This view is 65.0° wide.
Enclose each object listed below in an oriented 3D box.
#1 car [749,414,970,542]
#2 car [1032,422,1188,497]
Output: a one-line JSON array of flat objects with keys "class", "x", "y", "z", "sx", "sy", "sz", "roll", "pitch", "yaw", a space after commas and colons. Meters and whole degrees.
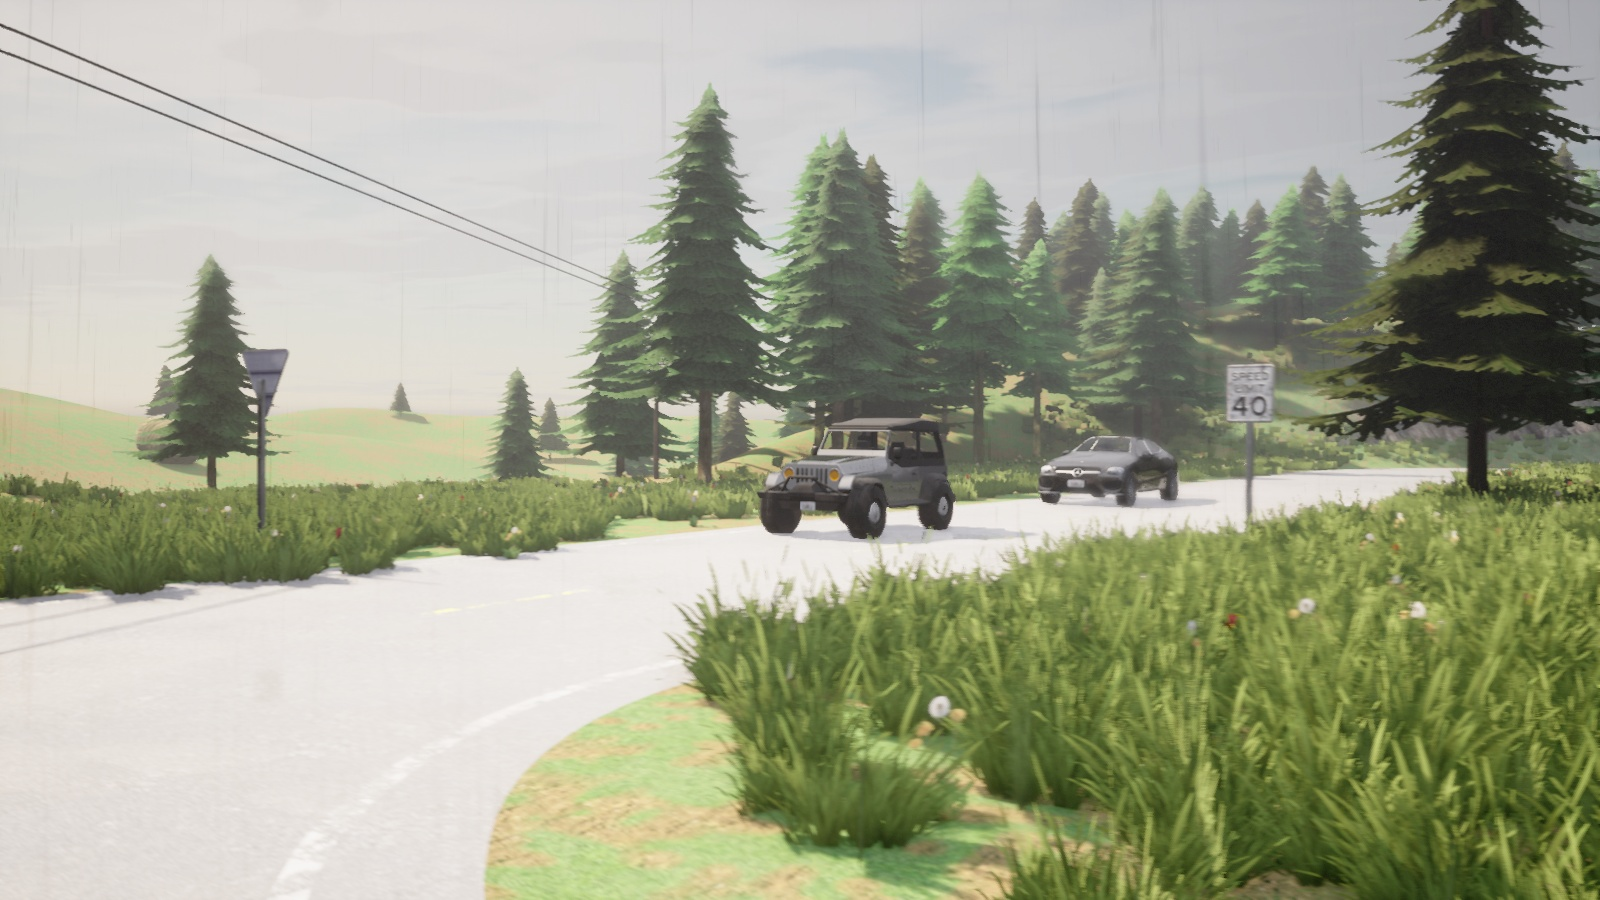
[{"class": "car", "x": 1.071, "y": 0.379, "z": 20.520, "sx": 1.905, "sy": 1.878, "sz": 3.866, "roll": 0, "pitch": 1, "yaw": 33}, {"class": "car", "x": 7.663, "y": 0.170, "z": 30.648, "sx": 2.152, "sy": 1.651, "sz": 5.027, "roll": 0, "pitch": 1, "yaw": 33}]
